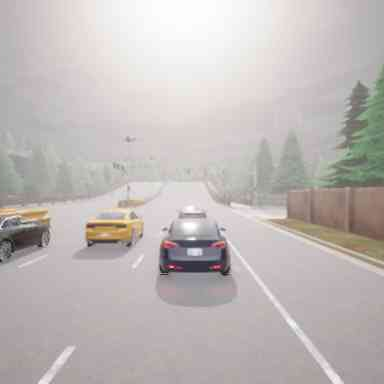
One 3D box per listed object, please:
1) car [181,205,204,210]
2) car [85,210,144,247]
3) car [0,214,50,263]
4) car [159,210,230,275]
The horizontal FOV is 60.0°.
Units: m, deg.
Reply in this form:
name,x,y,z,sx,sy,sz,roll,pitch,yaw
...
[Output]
name,x,y,z,sx,sy,sz,roll,pitch,yaw
car,0.038,1.597,21.510,2.128,1.511,4.902,0,0,0
car,-3.444,1.554,15.557,1.882,1.535,5.008,0,0,0
car,-6.933,1.551,12.193,2.128,1.511,4.902,0,0,0
car,0.071,1.556,10.679,2.163,1.488,4.792,0,0,0
